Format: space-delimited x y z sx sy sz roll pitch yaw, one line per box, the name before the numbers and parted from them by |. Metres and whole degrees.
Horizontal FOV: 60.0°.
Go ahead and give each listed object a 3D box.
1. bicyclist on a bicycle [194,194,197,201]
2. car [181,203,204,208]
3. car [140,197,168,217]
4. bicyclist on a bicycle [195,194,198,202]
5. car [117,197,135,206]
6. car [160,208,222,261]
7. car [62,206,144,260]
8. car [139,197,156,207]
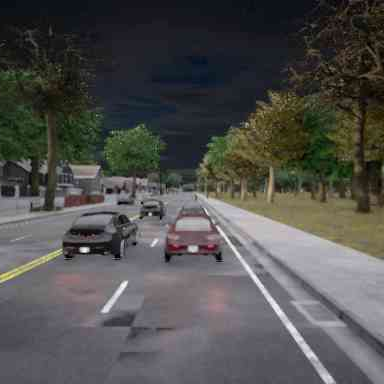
bicyclist on a bicycle | 0.876 1.220 78.739 0.582 1.620 1.656 0 0 0
car | 0.056 1.524 26.307 1.895 1.301 4.718 0 0 0
car | -3.187 1.426 27.830 1.837 1.490 4.892 0 1 0
bicyclist on a bicycle | 0.879 1.247 69.739 0.582 1.620 1.656 0 0 0
car | -9.842 1.455 49.582 1.895 1.301 4.718 0 0 0
car | 0.062 1.491 11.969 1.812 1.442 4.674 0 0 1
car | -3.187 1.468 12.329 1.837 1.490 4.892 0 0 0
car | -6.594 1.455 49.583 1.895 1.301 4.718 0 0 0
